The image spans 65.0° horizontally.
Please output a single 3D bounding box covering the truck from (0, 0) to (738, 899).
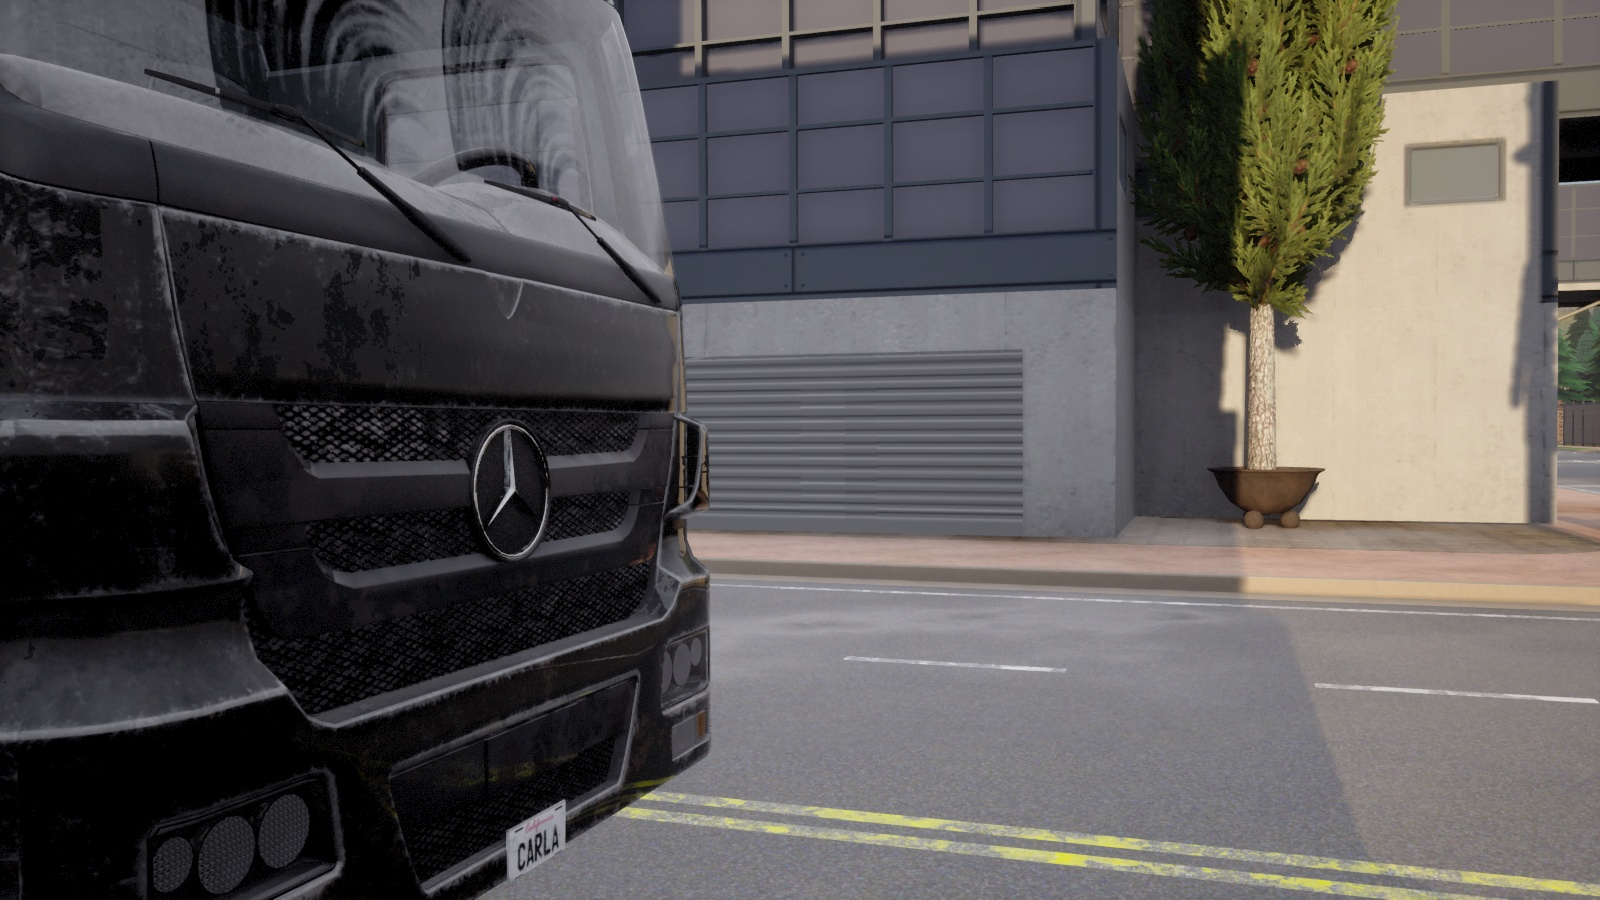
[{"bbox_3d":[-4.464,-0.248,4.736,7.936,3.462,2.891,1,1,20],"label":"truck"}]
